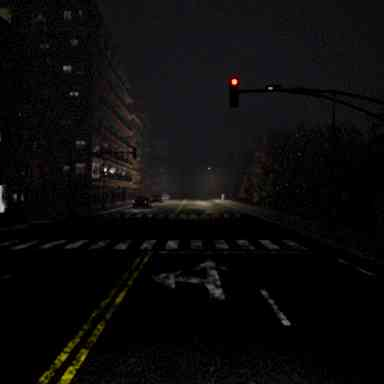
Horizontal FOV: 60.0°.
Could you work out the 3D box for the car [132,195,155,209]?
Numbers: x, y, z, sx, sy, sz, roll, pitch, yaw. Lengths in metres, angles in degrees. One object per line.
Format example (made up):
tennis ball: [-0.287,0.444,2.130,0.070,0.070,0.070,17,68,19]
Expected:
car: [-6.605,1.271,44.084,2.097,1.767,4.553,0,0,0]

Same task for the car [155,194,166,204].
car: [-6.652,1.295,63.811,2.097,1.767,4.553,0,-1,0]

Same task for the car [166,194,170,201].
car: [-6.699,1.300,83.778,2.097,1.767,4.553,0,0,0]
